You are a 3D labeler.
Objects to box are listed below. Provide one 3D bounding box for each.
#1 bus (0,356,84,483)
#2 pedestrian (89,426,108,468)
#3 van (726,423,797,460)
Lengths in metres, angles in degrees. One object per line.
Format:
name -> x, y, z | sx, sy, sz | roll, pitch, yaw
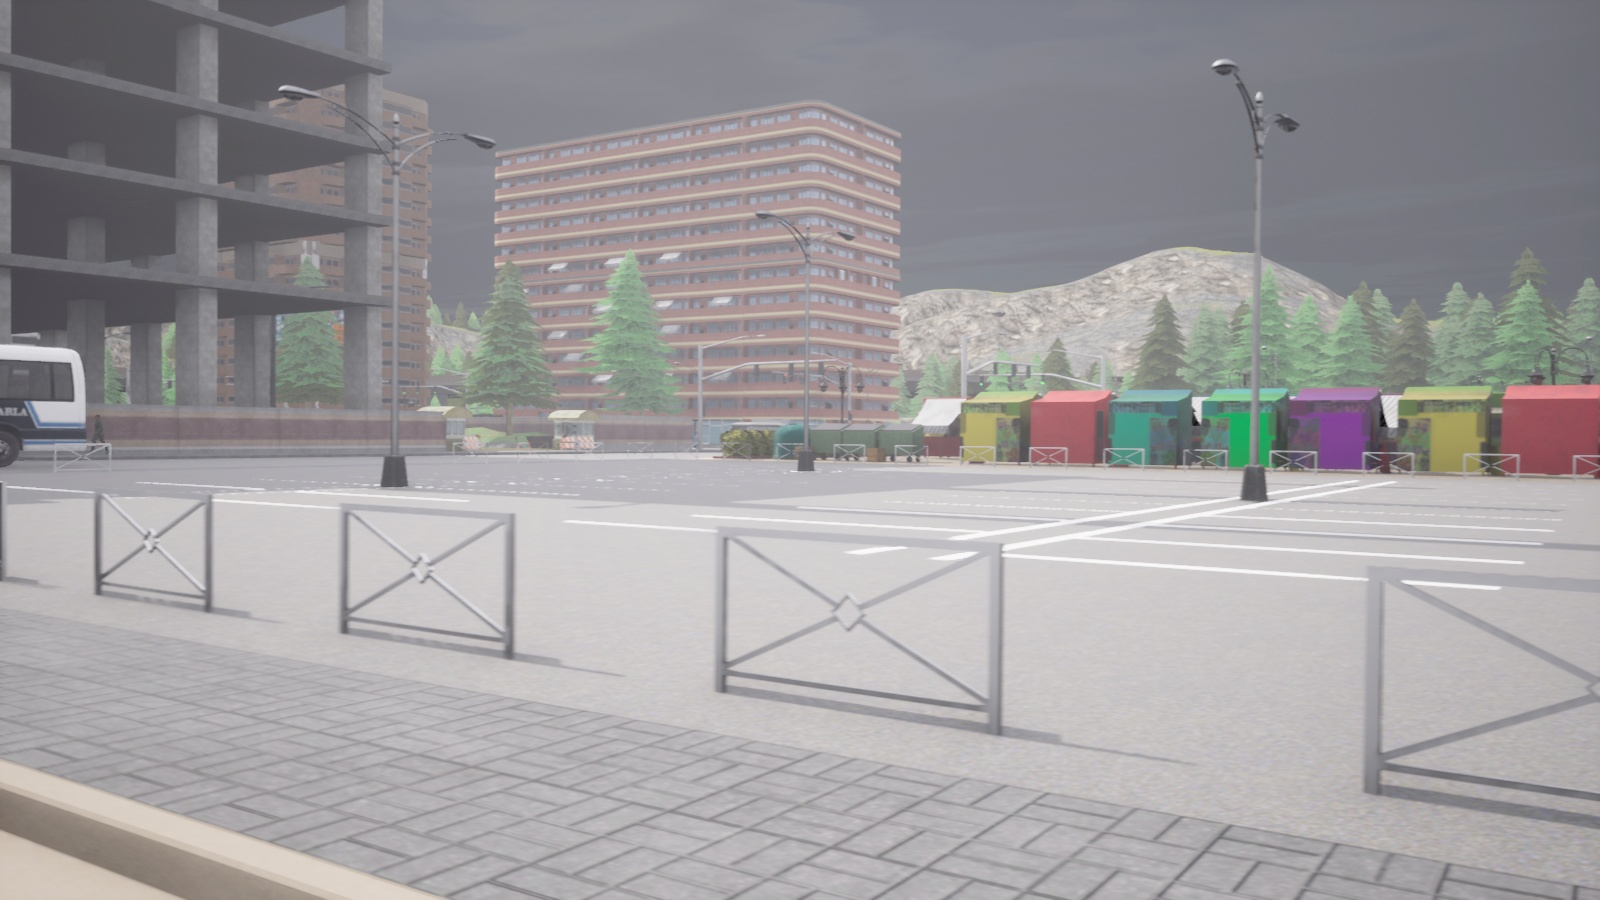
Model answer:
bus -> -29.803, -0.992, 41.154 | 3.944, 4.253, 10.273 | 0, 1, 33
pedestrian -> -31.061, -0.143, 55.584 | 0.353, 1.847, 0.614 | 0, 1, 27
van -> -2.117, -0.513, 70.422 | 1.775, 1.987, 4.442 | 0, 1, 33
